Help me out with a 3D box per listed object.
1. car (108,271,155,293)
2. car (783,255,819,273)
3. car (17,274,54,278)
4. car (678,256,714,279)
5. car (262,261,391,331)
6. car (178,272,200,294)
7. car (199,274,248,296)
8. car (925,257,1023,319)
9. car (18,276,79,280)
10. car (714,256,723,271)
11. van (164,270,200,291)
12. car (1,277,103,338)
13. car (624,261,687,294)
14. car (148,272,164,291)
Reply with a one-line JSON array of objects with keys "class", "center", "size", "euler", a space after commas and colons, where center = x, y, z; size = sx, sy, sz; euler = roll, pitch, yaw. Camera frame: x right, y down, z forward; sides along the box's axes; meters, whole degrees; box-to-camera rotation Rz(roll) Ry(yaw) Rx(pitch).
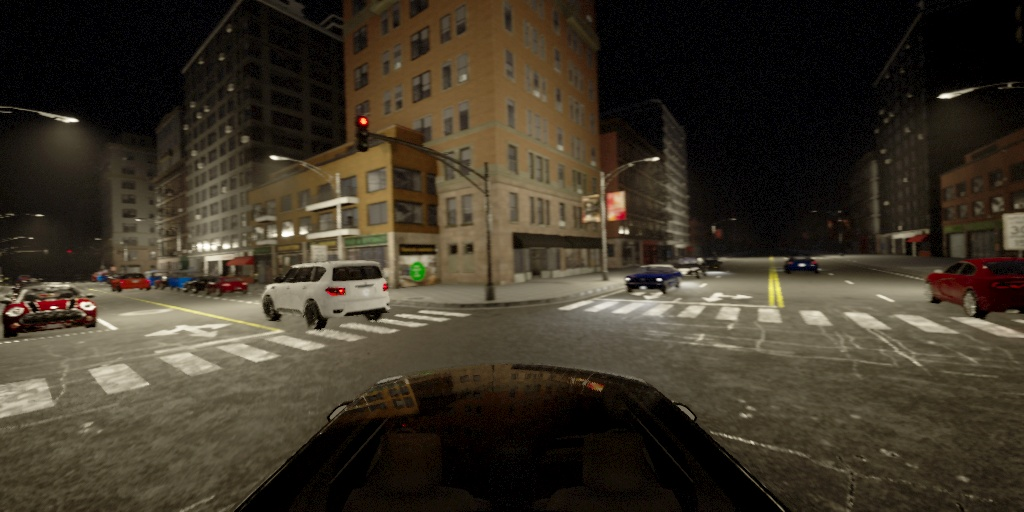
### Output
[{"class": "car", "center": [-35.753, 2.412, 33.629], "size": [4.553, 1.767, 2.097], "euler": [-2, 0, 36]}, {"class": "car", "center": [22.329, 0.585, 27.813], "size": [1.994, 1.385, 4.181], "euler": [-2, 0, 36]}, {"class": "car", "center": [-42.795, 2.723, 31.984], "size": [4.097, 1.591, 1.967], "euler": [0, 0, 36]}, {"class": "car", "center": [13.134, 0.831, 26.479], "size": [2.128, 1.511, 4.902], "euler": [-2, 0, 36]}, {"class": "car", "center": [-6.489, 1.226, 12.331], "size": [5.566, 2.045, 2.150], "euler": [-2, -1, 37]}, {"class": "car", "center": [-24.718, 2.239, 28.741], "size": [4.313, 1.339, 1.948], "euler": [0, 0, 36]}, {"class": "car", "center": [-20.266, 2.094, 25.497], "size": [4.207, 1.307, 1.802], "euler": [0, 0, 36]}, {"class": "car", "center": [13.424, 0.779, 9.892], "size": [1.882, 1.535, 5.008], "euler": [-2, 0, 36]}, {"class": "car", "center": [-20.536, 1.912, 15.766], "size": [4.097, 1.591, 1.967], "euler": [0, 0, 36]}, {"class": "car", "center": [19.016, 0.711, 34.517], "size": [1.994, 1.385, 4.181], "euler": [-2, 0, 36]}, {"class": "van", "center": [-29.169, 2.176, 31.984], "size": [3.998, 1.789, 1.690], "euler": [0, 0, 36]}, {"class": "car", "center": [-16.084, 1.753, 12.522], "size": [4.097, 1.591, 1.967], "euler": [0, 0, 36]}, {"class": "car", "center": [7.376, 1.128, 18.507], "size": [1.895, 1.301, 4.718], "euler": [-2, 0, 36]}, {"class": "car", "center": [-33.621, 2.549, 35.228], "size": [4.403, 1.370, 2.007], "euler": [0, 0, 36]}]
